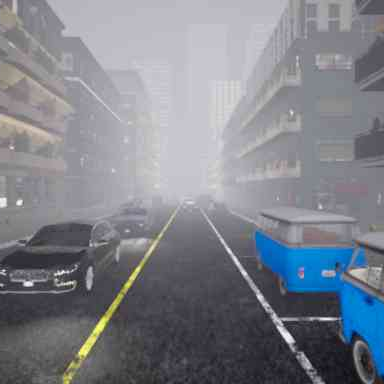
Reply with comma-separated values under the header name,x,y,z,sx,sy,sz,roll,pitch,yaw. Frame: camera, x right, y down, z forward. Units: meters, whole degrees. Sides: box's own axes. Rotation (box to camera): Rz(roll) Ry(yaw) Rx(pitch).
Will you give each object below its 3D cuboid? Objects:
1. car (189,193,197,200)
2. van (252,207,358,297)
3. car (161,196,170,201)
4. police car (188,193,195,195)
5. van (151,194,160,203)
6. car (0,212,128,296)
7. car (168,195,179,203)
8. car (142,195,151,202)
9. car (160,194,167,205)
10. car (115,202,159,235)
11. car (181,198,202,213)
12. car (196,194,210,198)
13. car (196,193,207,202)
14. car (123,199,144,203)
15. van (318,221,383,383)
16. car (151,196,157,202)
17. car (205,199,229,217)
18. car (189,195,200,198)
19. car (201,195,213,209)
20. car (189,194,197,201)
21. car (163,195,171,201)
name,x,y,z,sx,sy,sz,roll,pitch,yaw
car,0.166,1.175,91.145,2.150,2.045,5.566,0,0,0
van,2.626,1.329,8.276,1.690,1.788,3.998,-1,0,0
car,-6.350,1.555,81.061,1.802,1.307,4.206,-1,0,0
police car,0.194,1.383,75.231,1.930,1.638,5.238,0,0,0
van,-6.044,1.330,47.450,1.690,1.788,3.998,-1,0,0
car,-3.154,1.508,8.800,1.837,1.490,4.892,0,0,0
car,-3.549,1.486,68.766,2.033,1.411,5.357,0,0,0
car,-5.950,1.435,36.246,1.967,1.590,4.097,-1,0,0
car,-6.160,1.298,58.653,2.192,1.841,5.009,-1,0,0
car,-3.237,1.545,19.176,2.033,1.411,5.357,0,0,-1
car,-0.180,1.580,36.023,1.895,1.301,4.718,0,0,0
car,2.256,1.278,53.092,2.192,1.841,5.009,-1,0,0
car,2.072,1.267,75.499,2.192,1.841,5.009,-1,0,0
car,-5.902,1.580,30.645,1.802,1.307,4.206,-1,0,0
van,2.672,1.332,2.674,1.690,1.788,3.998,-1,0,0
car,-5.995,1.543,41.848,2.008,1.369,4.403,-1,0,0
car,2.445,1.557,30.684,1.802,1.307,4.206,-1,0,0
car,-0.264,1.499,46.455,1.812,1.442,4.674,0,0,0
car,2.351,1.494,42.058,1.752,1.417,4.829,-1,0,0
car,0.215,1.304,85.086,2.097,1.767,4.553,0,0,0
car,-6.397,1.552,86.663,1.802,1.307,4.206,-1,0,0
